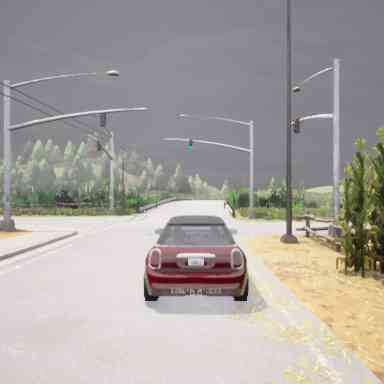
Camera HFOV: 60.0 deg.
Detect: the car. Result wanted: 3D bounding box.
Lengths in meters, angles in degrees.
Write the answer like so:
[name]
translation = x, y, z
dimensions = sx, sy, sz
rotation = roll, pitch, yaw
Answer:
[car]
translation = 0.102, 1.354, 8.435
dimensions = 2.097, 1.767, 4.553
rotation = 0, 0, 1
